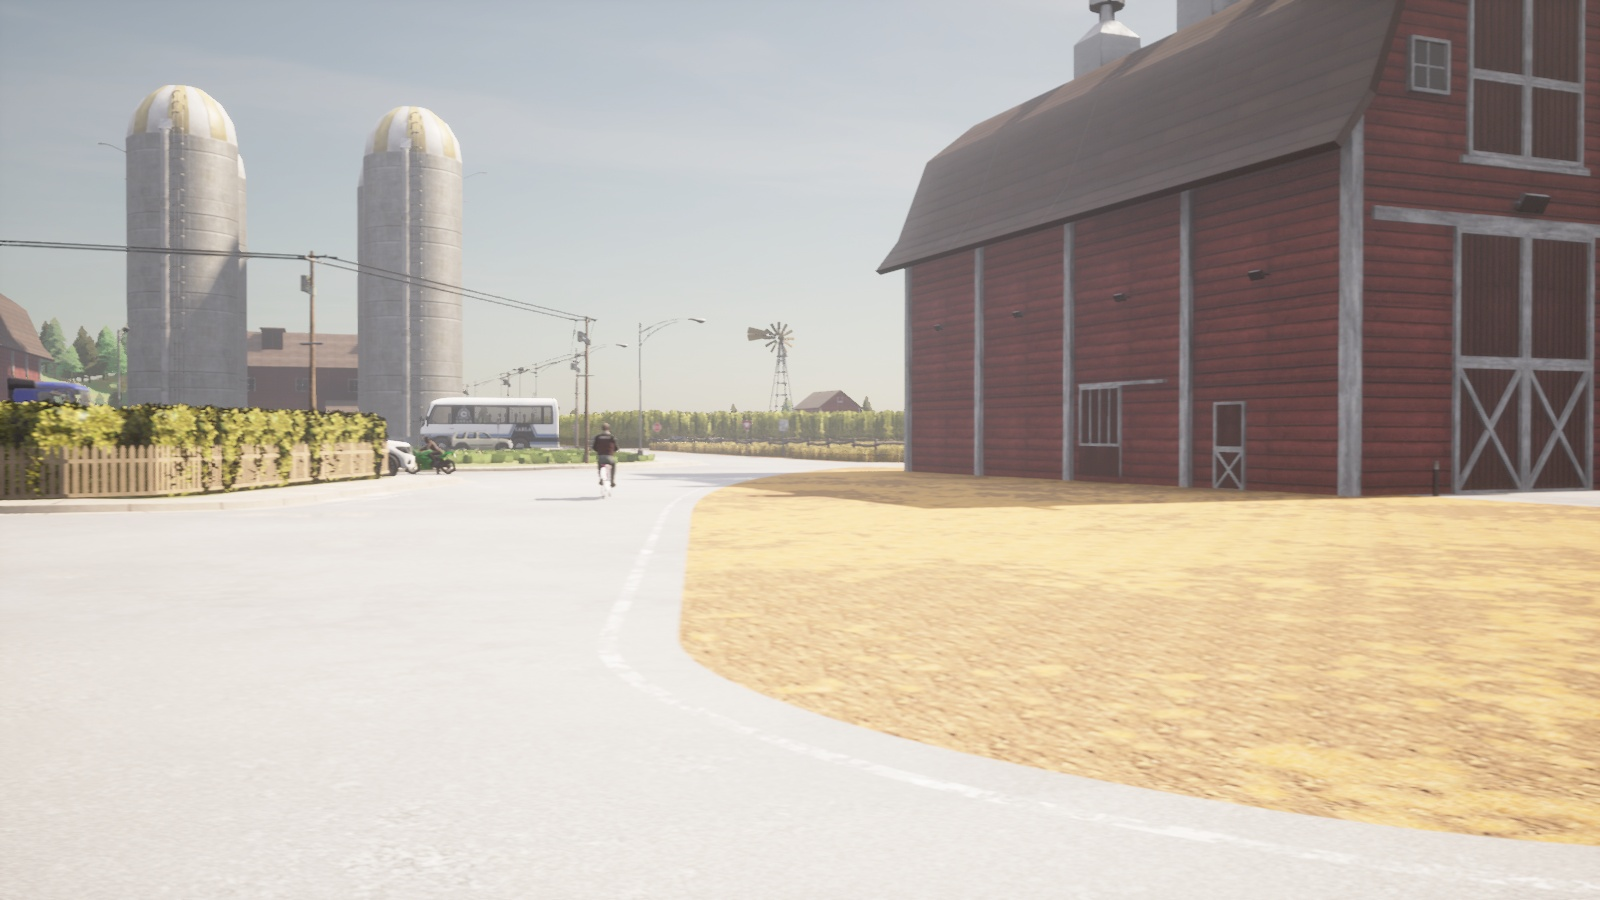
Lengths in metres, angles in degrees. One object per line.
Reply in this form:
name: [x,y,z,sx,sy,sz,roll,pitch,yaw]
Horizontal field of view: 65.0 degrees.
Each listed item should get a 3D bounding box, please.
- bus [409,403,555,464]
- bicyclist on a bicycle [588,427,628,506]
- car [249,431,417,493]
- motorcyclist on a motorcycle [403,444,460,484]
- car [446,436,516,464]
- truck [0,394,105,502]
bus: [-23.583,-1.233,93.505,10.273,4.253,3.944,-1,0,-13]
bicyclist on a bicycle: [-4.478,0.359,29.419,0.659,1.776,1.843,-1,1,-1]
car: [-16.906,0.387,45.680,5.566,2.045,2.150,-1,1,-19]
motorcyclist on a motorcycle: [-14.655,0.544,49.959,2.044,1.523,0.797,-1,1,-7]
car: [-22.956,-0.008,90.326,4.605,1.855,1.932,-2,1,-22]
truck: [-27.746,-0.034,41.554,7.936,3.462,2.891,-2,1,-21]
